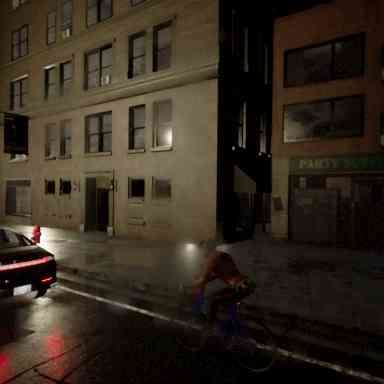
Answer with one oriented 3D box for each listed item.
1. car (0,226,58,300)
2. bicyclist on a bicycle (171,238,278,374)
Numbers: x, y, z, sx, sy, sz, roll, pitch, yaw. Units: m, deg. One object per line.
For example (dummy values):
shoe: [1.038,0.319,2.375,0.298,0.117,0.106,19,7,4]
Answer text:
car: [-4.902,1.490,7.227,4.902,1.511,2.128,0,0,36]
bicyclist on a bicycle: [0.350,1.452,4.427,1.656,1.620,0.582,0,0,36]
